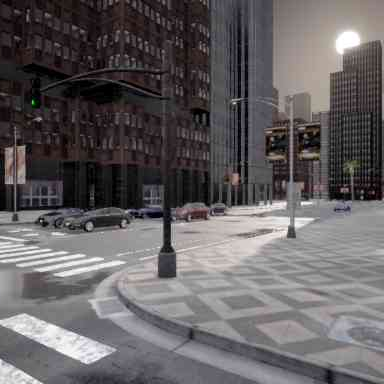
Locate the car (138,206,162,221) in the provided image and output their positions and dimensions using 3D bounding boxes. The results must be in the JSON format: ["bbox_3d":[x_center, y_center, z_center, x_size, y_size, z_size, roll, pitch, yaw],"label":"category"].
[{"bbox_3d":[-3.902,1.957,31.066,1.895,1.301,4.718,0,-1,35],"label":"car"}]

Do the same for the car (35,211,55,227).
[{"bbox_3d":[-8.954,1.794,23.914,1.994,1.385,4.181,0,-1,35],"label":"car"}]

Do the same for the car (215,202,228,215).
[{"bbox_3d":[2.554,2.025,40.176,1.837,1.490,4.892,0,-1,36],"label":"car"}]

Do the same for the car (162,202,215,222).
[{"bbox_3d":[-0.233,1.738,30.612,2.097,1.767,4.553,0,-1,35],"label":"car"}]

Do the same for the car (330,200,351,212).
[{"bbox_3d":[24.270,2.431,53.657,2.033,1.411,5.357,0,-1,34],"label":"car"}]

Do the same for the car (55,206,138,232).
[{"bbox_3d":[-6.186,1.742,22.203,1.837,1.490,4.892,0,-1,35],"label":"car"}]
